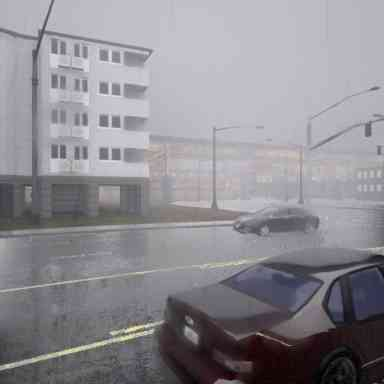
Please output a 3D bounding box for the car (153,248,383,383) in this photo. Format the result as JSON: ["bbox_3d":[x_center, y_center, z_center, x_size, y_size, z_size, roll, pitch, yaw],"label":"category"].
[{"bbox_3d":[2.187,1.548,4.702,5.357,1.411,2.033,0,0,-29],"label":"car"}]

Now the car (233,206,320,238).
[{"bbox_3d":[4.506,1.506,17.649,4.892,1.490,1.837,0,0,-24],"label":"car"}]
